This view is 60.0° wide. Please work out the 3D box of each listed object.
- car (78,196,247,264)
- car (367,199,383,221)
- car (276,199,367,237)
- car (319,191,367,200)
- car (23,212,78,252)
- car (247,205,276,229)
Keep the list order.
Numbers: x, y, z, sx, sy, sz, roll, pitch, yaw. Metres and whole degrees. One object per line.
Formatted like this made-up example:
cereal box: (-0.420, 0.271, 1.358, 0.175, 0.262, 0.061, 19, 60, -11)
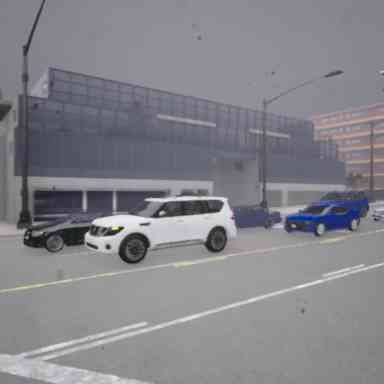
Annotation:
car: (-0.900, 1.178, 12.014, 5.566, 2.045, 2.150, 0, 0, -35)
car: (14.352, 1.240, 23.044, 4.674, 1.442, 1.812, -2, 1, -36)
car: (6.990, 1.361, 17.723, 5.008, 1.535, 1.882, -1, 1, -36)
car: (11.156, 0.963, 25.052, 5.566, 2.045, 2.150, -2, 1, -36)
car: (-4.573, 1.522, 13.676, 4.181, 1.385, 1.994, 0, 0, -36)
car: (2.908, 1.462, 19.091, 5.357, 1.411, 2.033, -1, 1, -36)
